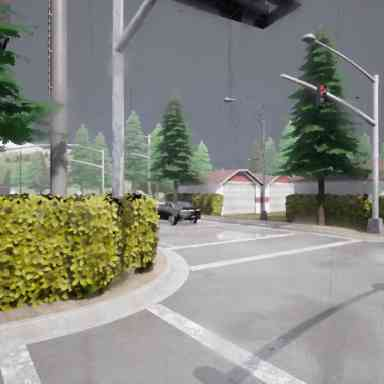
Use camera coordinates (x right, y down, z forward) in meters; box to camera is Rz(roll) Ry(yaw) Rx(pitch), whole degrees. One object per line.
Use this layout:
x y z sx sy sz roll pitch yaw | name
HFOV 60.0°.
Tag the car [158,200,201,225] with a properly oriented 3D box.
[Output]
-1.361 1.320 22.494 2.128 1.511 4.902 0 1 -36 | car
